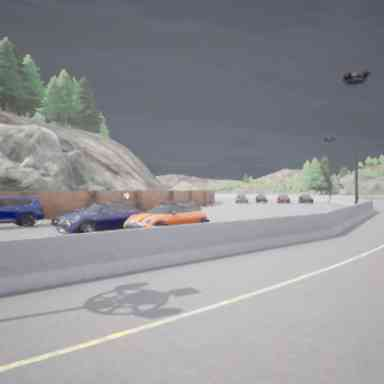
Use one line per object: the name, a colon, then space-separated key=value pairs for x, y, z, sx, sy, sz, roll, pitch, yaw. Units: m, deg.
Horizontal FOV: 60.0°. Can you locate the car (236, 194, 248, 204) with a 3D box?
car: x=8.840 y=1.148 z=58.799 sx=2.097 sy=1.767 sz=4.553 roll=-1 pitch=0 yaw=8

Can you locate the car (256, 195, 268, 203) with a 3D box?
car: x=12.544 y=1.239 z=59.917 sx=1.882 sy=1.535 sz=5.008 roll=0 pitch=0 yaw=7

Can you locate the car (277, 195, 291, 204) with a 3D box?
car: x=15.428 y=1.220 z=55.777 sx=1.882 sy=1.535 sz=5.008 roll=0 pitch=0 yaw=10

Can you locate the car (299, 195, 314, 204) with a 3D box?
car: x=18.802 y=1.191 z=54.708 sx=1.882 sy=1.535 sz=5.008 roll=0 pitch=0 yaw=11

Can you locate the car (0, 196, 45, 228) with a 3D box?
car: x=-12.358 y=1.292 z=21.148 sx=5.566 sy=2.045 sz=2.150 roll=-1 pitch=0 yaw=-39

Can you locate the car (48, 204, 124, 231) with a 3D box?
car: x=-6.770 y=1.583 z=21.496 sx=4.181 sy=1.385 sz=1.994 roll=-1 pitch=0 yaw=-44

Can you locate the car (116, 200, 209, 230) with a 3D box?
car: x=-1.229 y=1.329 z=17.145 sx=2.097 sy=1.767 sz=4.553 roll=0 pitch=0 yaw=45

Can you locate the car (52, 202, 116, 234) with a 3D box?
car: x=-4.971 y=1.361 z=18.437 sx=4.553 sy=1.767 sz=2.097 roll=-1 pitch=0 yaw=-43
